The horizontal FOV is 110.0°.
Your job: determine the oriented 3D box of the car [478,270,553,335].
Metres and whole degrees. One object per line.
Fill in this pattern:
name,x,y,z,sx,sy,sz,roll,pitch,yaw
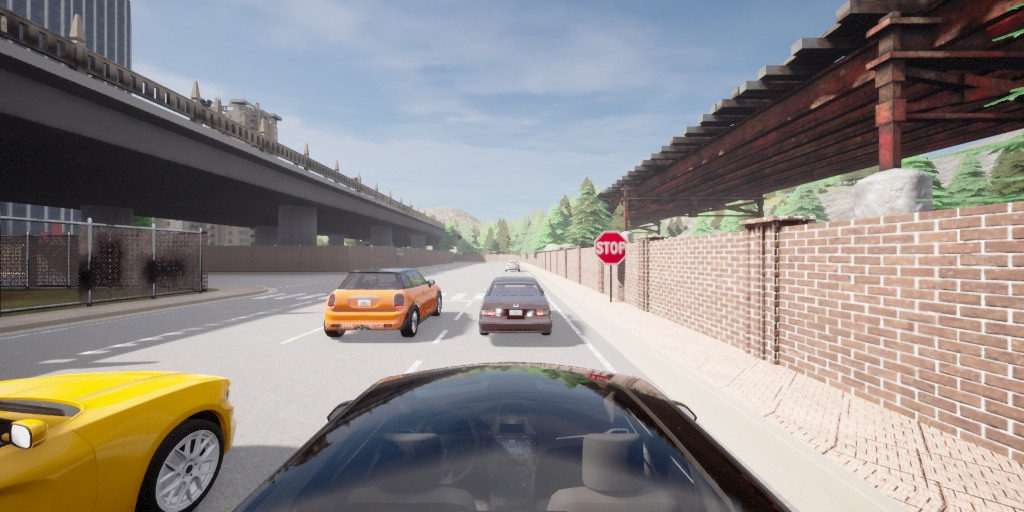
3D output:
car,0.082,1.297,10.434,2.033,1.411,5.357,0,0,0

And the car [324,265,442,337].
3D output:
car,-3.419,1.102,10.413,2.097,1.767,4.553,0,0,0

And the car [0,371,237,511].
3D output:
car,-3.397,1.228,1.155,1.882,1.535,5.008,0,0,0

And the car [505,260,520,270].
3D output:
car,0.085,1.276,46.303,1.812,1.442,4.674,0,0,-1
